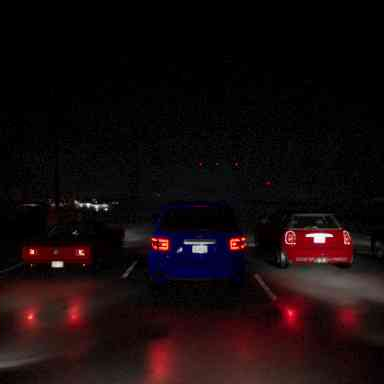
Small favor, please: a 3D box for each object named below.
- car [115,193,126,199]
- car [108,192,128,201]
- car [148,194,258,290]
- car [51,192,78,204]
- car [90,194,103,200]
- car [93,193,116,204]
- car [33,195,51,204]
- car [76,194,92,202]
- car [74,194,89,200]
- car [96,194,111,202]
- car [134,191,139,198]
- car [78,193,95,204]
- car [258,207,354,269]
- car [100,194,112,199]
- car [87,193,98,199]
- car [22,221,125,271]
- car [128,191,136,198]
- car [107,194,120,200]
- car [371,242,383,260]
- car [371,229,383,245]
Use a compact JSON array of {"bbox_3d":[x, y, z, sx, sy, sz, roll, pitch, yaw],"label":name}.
[{"bbox_3d":[-18.617,1.093,86.898,2.033,1.411,5.357,0,0,-3],"label":"car"},{"bbox_3d":[-14.714,1.032,65.963,2.097,1.767,4.553,0,0,0],"label":"car"},{"bbox_3d":[0.043,1.207,9.202,2.150,2.045,5.566,0,0,-2],"label":"car"},{"bbox_3d":[-21.656,1.213,56.895,1.882,1.535,5.008,0,0,0],"label":"car"},{"bbox_3d":[-21.807,1.143,76.116,1.812,1.442,4.674,0,0,-1],"label":"car"},{"bbox_3d":[-14.660,1.341,56.089,1.895,1.301,4.718,0,0,0],"label":"car"},{"bbox_3d":[-25.147,1.243,56.331,1.837,1.490,4.892,0,0,0],"label":"car"},{"bbox_3d":[-21.704,1.197,67.229,1.812,1.442,4.674,0,0,-1],"label":"car"},{"bbox_3d":[-25.311,1.212,76.404,1.895,1.301,4.718,0,0,-1],"label":"car"},{"bbox_3d":[-18.218,1.165,68.453,1.837,1.490,4.892,0,0,-1],"label":"car"},{"bbox_3d":[-14.984,0.787,85.392,2.150,2.045,5.566,0,0,-3],"label":"car"},{"bbox_3d":[-18.170,1.291,58.319,1.994,1.385,4.181,0,0,0],"label":"car"},{"bbox_3d":[3.506,1.334,11.303,2.097,1.767,4.553,0,0,0],"label":"car"},{"bbox_3d":[-21.977,1.118,84.818,1.994,1.385,4.181,0,0,-1],"label":"car"},{"bbox_3d":[-25.517,1.061,85.488,1.837,1.490,4.892,0,0,-3],"label":"car"},{"bbox_3d":[-3.489,1.584,10.839,1.895,1.301,4.718,0,0,0],"label":"car"},{"bbox_3d":[-14.797,1.163,75.367,2.033,1.411,5.357,0,0,-1],"label":"car"},{"bbox_3d":[-18.324,1.205,77.563,1.895,1.301,4.718,0,0,-1],"label":"car"},{"bbox_3d":[3.594,1.490,2.160,2.128,1.511,4.902,0,0,0],"label":"car"},{"bbox_3d":[7.018,1.477,9.406,2.128,1.511,4.902,0,0,0],"label":"car"}]
